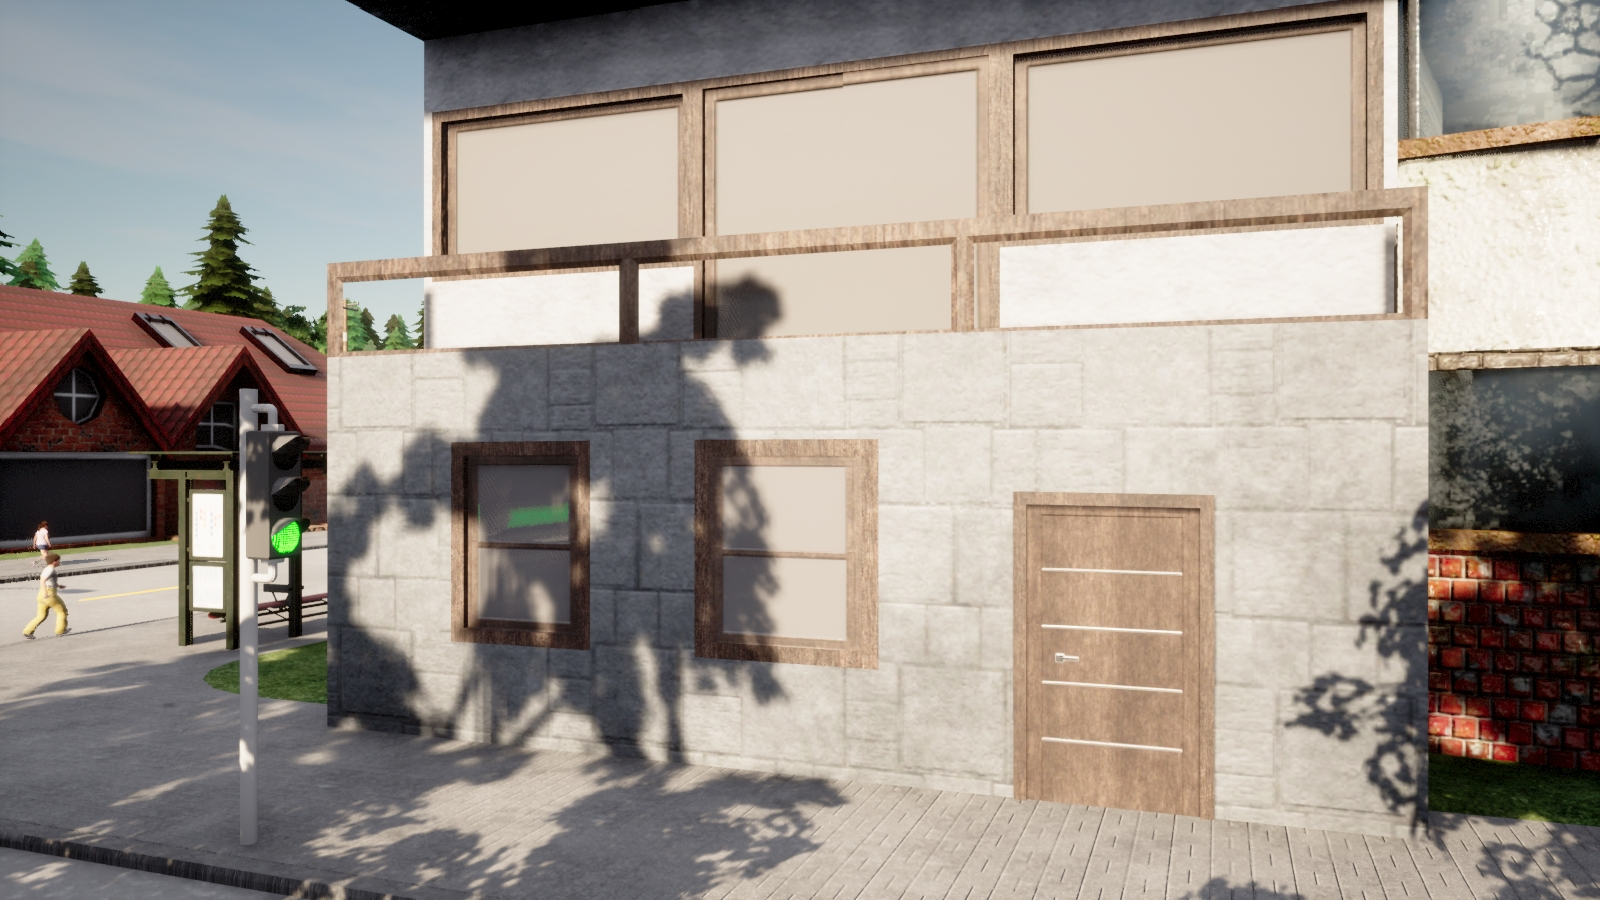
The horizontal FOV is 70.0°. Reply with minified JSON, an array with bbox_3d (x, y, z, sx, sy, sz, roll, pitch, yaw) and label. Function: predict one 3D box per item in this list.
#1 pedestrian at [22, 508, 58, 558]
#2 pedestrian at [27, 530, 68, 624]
[{"bbox_3d":[-17.490,1.905,26.298,0.500,1.100,0.500,0,0,23],"label":"pedestrian"},{"bbox_3d":[-10.836,1.814,16.459,0.375,1.300,0.375,0,0,32],"label":"pedestrian"}]
